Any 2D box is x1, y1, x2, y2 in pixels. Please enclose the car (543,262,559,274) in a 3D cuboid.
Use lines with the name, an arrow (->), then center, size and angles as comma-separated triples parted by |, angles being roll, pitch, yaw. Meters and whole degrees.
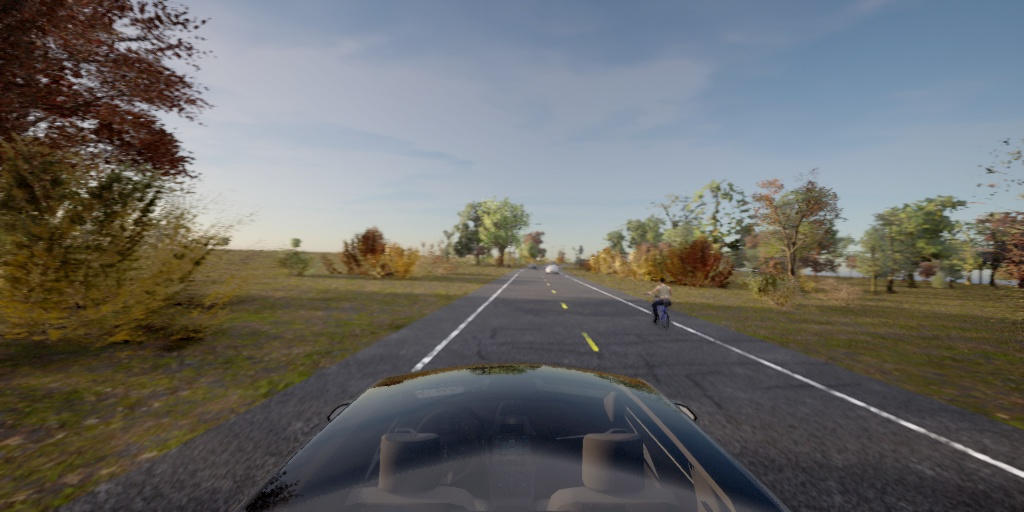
car -> 6.521, 2.180, 58.092 | 1.812, 1.442, 4.674 | 2, 0, 3

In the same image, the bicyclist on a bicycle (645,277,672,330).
bicyclist on a bicycle -> 4.829, 1.494, 11.653 | 0.866, 1.612, 1.509 | 2, -1, 3
